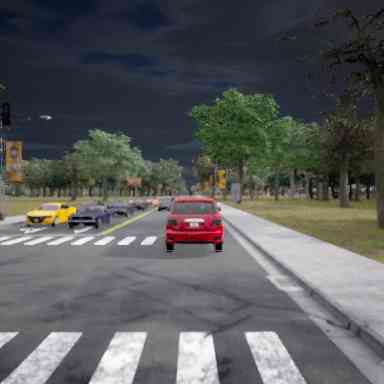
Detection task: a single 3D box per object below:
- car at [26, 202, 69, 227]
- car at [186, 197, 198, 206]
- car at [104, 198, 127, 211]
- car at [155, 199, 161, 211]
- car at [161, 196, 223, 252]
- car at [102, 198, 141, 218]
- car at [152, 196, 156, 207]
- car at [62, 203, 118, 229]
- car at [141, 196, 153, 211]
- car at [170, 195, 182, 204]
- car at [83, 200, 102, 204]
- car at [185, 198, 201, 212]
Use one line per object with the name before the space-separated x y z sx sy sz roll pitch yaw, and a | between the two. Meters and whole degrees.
car | -9.842 1.520 23.532 1.882 1.535 5.008 0 0 0
car | 0.060 1.685 61.376 2.033 1.411 5.357 0 0 0
car | -9.780 1.591 42.830 1.837 1.490 4.892 0 0 0
car | -3.158 1.649 42.336 1.994 1.385 4.181 0 0 0
car | 0.099 1.246 14.231 2.150 2.045 5.566 0 0 0
car | -6.595 1.607 31.692 2.033 1.411 5.357 0 0 0
car | -6.510 1.463 52.055 2.097 1.767 4.553 0 0 0
car | -6.603 1.640 22.085 1.895 1.301 4.718 0 0 0
car | -6.542 1.631 41.822 2.033 1.411 5.357 0 0 0
car | -3.174 1.503 66.034 2.097 1.767 4.553 0 0 0
car | -9.839 1.567 32.831 1.837 1.490 4.892 0 0 0
car | 0.092 1.559 40.742 1.882 1.535 5.008 0 0 0
